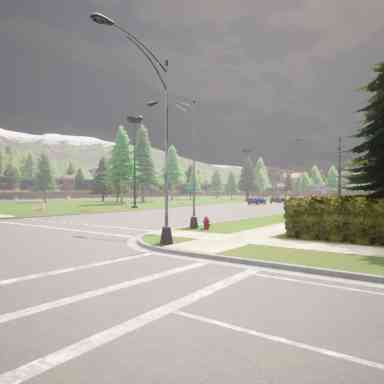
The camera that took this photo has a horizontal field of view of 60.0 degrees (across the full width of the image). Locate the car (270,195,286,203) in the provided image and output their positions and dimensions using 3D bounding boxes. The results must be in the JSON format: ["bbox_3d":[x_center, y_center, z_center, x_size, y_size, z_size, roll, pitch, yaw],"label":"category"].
[{"bbox_3d":[17.536,1.353,67.396,2.097,1.767,4.553,0,0,36],"label":"car"}]

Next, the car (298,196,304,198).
[{"bbox_3d":[18.756,1.478,57.136,1.882,1.535,5.008,0,0,36],"label":"car"}]

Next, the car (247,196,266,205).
[{"bbox_3d":[11.588,1.478,59.169,1.882,1.535,5.008,0,0,36],"label":"car"}]
